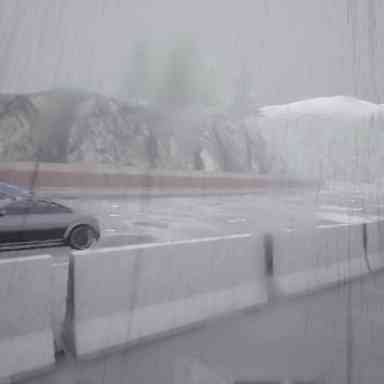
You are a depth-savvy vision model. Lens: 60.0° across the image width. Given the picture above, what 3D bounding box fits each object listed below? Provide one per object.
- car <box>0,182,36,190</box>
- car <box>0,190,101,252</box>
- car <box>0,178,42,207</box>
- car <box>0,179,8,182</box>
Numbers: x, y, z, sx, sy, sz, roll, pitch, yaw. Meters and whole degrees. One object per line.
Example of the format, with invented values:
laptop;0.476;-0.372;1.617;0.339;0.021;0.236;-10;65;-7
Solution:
car;-7.470;0.510;10.810;5.357;1.411;2.033;0;4;-35
car;-4.556;0.796;8.656;4.181;1.385;1.994;0;4;-36
car;-10.795;-0.022;16.997;5.357;1.411;2.033;0;4;-36
car;-9.163;0.220;13.911;4.674;1.442;1.812;0;4;-36
